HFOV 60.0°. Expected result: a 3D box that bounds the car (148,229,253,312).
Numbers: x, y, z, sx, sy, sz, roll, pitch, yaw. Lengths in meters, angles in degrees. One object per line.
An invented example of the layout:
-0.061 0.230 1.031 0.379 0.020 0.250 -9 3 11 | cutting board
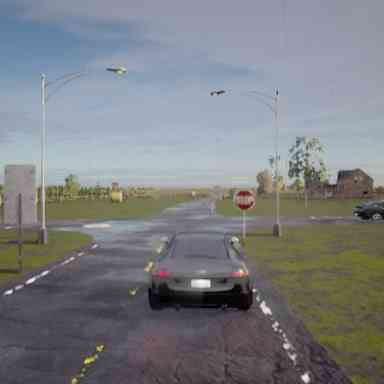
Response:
0.179 1.558 7.791 1.994 1.385 4.181 0 0 1 | car

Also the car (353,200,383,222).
14.307 1.350 24.073 4.892 1.490 1.837 -1 0 1 | car
